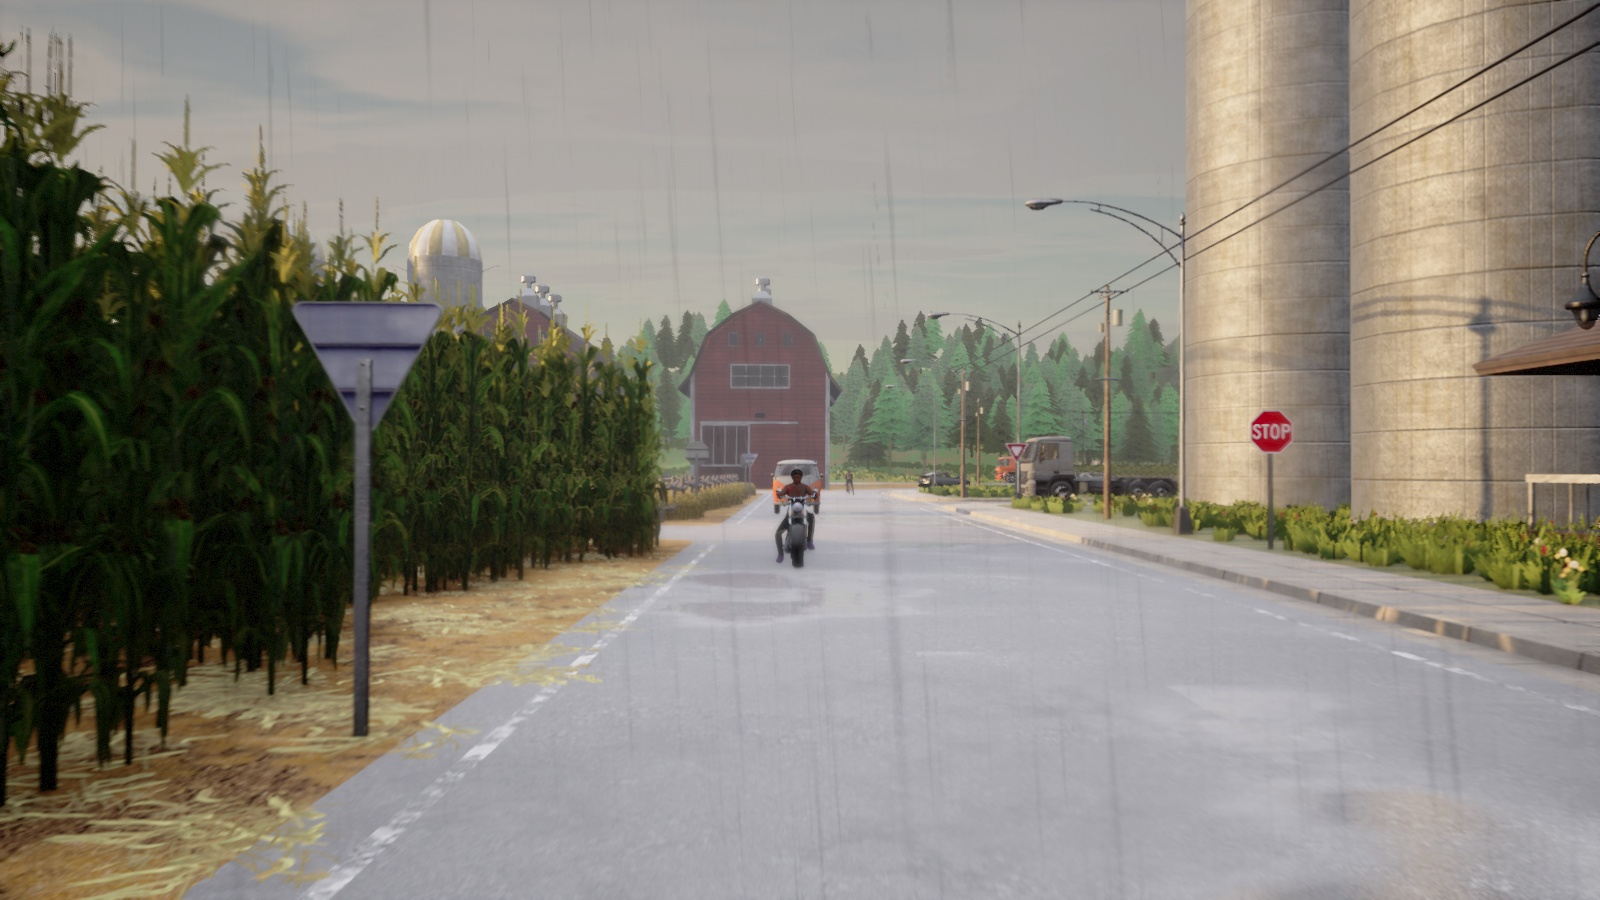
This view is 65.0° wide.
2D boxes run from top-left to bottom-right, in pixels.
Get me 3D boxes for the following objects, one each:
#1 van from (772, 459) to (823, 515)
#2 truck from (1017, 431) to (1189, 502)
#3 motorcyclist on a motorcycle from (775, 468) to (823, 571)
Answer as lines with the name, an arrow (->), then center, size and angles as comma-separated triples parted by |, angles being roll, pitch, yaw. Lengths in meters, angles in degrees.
van -> -0.094, 1.358, 46.743 | 1.775, 1.987, 4.442 | 0, -1, 0
truck -> 15.163, 0.845, 63.193 | 7.936, 3.462, 2.891 | 0, -1, -1
motorcyclist on a motorcycle -> -0.040, 1.127, 21.361 | 0.766, 1.649, 2.350 | 0, -1, -1
